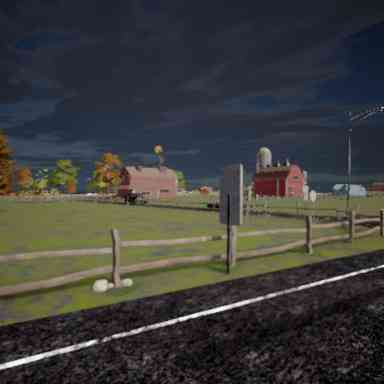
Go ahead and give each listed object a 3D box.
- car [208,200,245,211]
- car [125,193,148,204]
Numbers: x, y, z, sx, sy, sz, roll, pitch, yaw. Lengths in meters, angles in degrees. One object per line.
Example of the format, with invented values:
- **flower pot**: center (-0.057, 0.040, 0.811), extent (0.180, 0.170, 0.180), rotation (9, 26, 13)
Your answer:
- **car**: center (4.002, 1.609, 39.044), extent (1.895, 1.301, 4.718), rotation (1, -1, -36)
- **car**: center (-9.758, 1.209, 58.358), extent (2.150, 2.045, 5.566), rotation (1, -1, -35)
